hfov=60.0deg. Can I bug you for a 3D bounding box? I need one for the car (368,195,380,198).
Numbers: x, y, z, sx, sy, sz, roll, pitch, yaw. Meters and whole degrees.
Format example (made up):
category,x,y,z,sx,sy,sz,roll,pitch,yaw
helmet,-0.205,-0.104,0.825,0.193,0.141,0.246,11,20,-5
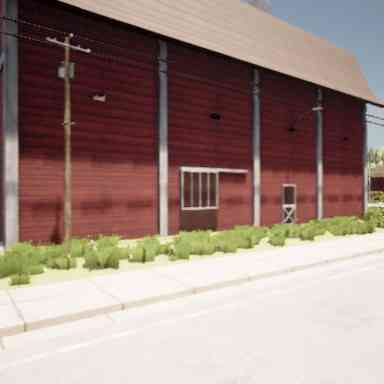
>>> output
category,x,y,z,sx,sy,sz,roll,pitch,yaw
car,35.219,1.338,64.377,3.905,1.438,1.784,0,0,-36
